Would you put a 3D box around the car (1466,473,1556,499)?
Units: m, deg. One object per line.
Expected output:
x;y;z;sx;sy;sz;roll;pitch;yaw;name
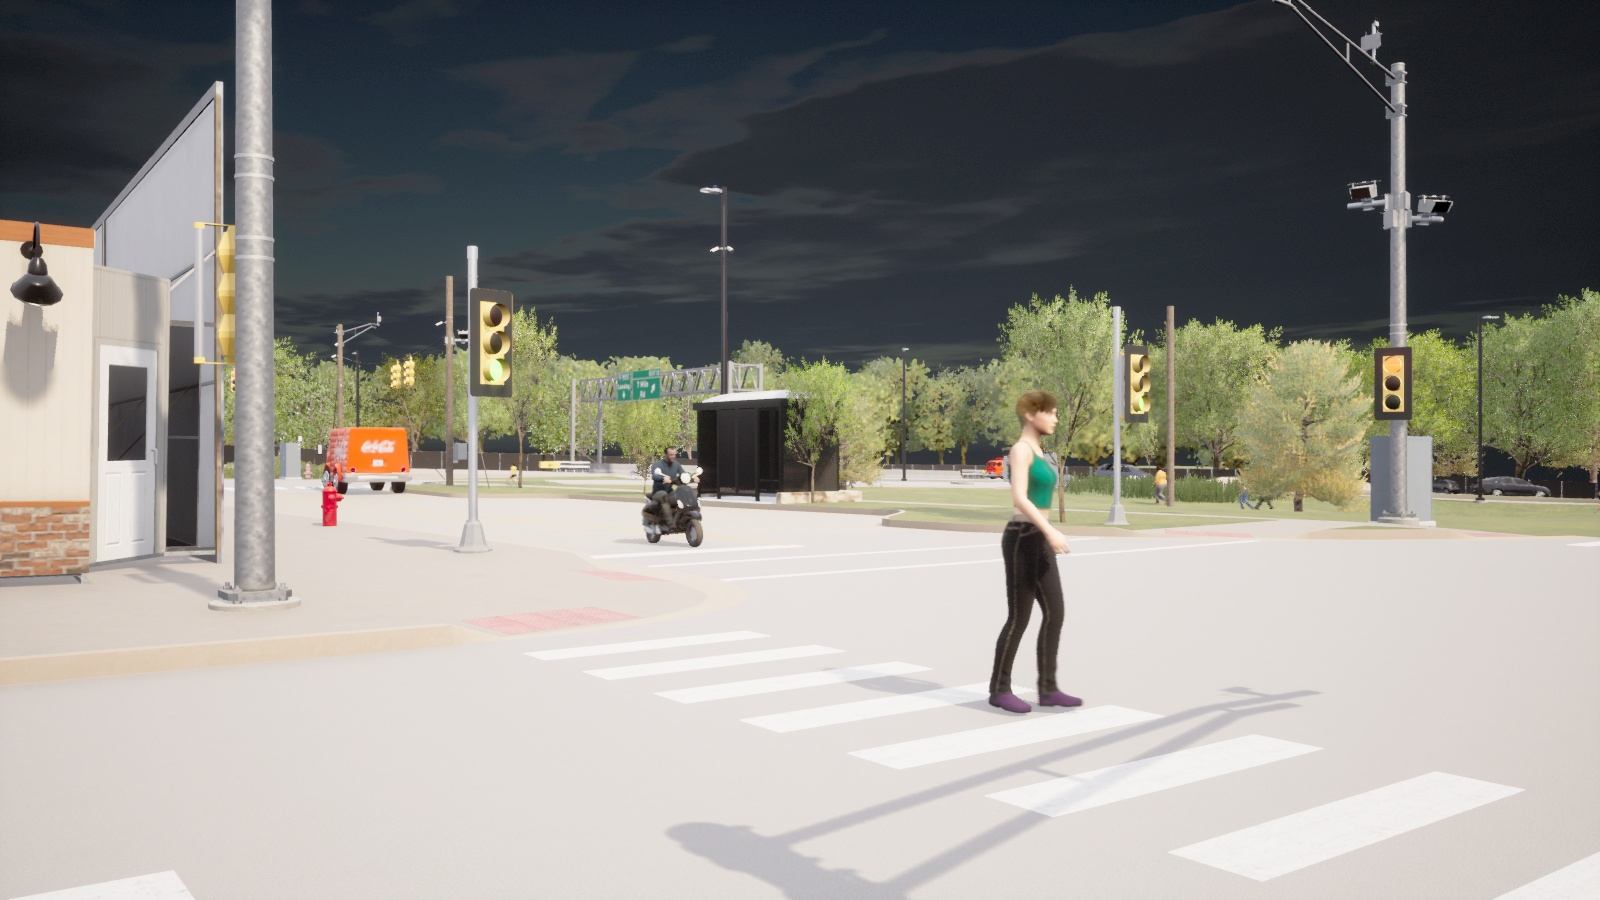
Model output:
46.525;2.340;82.224;4.892;1.490;1.837;2;-1;-2;car

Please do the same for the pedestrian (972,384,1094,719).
1.331;0.555;7.177;0.594;1.836;0.345;0;0;30;pedestrian

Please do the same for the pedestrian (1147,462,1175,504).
16.452;1.499;57.230;0.874;1.855;0.900;0;0;-38;pedestrian

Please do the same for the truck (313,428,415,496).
-16.947;0.470;48.648;2.627;2.467;5.204;0;0;-32;truck

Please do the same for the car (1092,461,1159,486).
22.234;1.592;85.733;3.988;1.617;1.851;1;-1;38;car

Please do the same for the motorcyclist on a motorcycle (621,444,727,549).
-2.036;0.742;20.076;0.866;1.590;1.817;0;-2;-36;motorcyclist on a motorcycle
